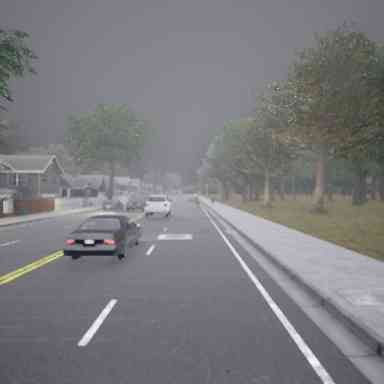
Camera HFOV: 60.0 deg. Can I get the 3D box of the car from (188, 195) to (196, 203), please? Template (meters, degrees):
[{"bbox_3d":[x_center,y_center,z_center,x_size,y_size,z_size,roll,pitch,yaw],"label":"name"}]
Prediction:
[{"bbox_3d":[-0.007,1.762,78.720,2.033,1.411,5.357,0,0,0],"label":"car"}]

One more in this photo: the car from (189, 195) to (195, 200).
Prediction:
[{"bbox_3d":[-0.008,1.570,95.574,1.882,1.535,5.008,0,0,0],"label":"car"}]

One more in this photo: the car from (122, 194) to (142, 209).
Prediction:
[{"bbox_3d":[-6.596,1.333,40.772,2.150,2.045,5.566,0,0,0],"label":"car"}]

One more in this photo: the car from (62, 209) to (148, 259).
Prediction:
[{"bbox_3d":[-3.150,1.584,12.703,2.033,1.411,5.357,0,0,0],"label":"car"}]

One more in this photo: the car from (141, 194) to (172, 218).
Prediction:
[{"bbox_3d":[-3.153,1.310,31.899,2.150,2.045,5.566,0,0,0],"label":"car"}]

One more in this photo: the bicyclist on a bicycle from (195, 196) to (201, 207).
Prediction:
[{"bbox_3d":[0.879,1.568,47.402,0.866,1.612,1.509,0,-1,0],"label":"bicyclist on a bicycle"}]

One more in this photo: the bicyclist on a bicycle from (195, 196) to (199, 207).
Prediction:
[{"bbox_3d":[0.888,1.525,55.903,0.659,1.776,1.843,0,0,0],"label":"bicyclist on a bicycle"}]

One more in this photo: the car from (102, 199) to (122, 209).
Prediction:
[{"bbox_3d":[-9.840,1.606,41.636,2.128,1.511,4.902,0,0,0],"label":"car"}]
